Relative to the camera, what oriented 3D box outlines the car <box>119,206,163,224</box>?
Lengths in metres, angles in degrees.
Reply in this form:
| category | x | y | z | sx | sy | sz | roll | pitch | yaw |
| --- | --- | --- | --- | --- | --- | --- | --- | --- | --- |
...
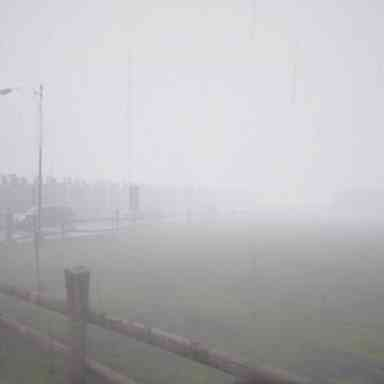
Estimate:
| category | x | y | z | sx | sy | sz | roll | pitch | yaw |
| --- | --- | --- | --- | --- | --- | --- | --- | --- | --- |
| car | -4.617 | 2.039 | 29.827 | 2.128 | 1.511 | 4.902 | -1 | -2 | 36 |

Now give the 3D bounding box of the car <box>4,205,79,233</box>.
| category | x | y | z | sx | sy | sz | roll | pitch | yaw |
| --- | --- | --- | --- | --- | --- | --- | --- | --- | --- |
| car | -9.997 | 1.685 | 22.327 | 2.097 | 1.767 | 4.553 | -1 | -2 | 35 |

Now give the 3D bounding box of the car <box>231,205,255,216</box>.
| category | x | y | z | sx | sy | sz | roll | pitch | yaw |
| --- | --- | --- | --- | --- | --- | --- | --- | --- | --- |
| car | 7.170 | 2.532 | 45.945 | 1.812 | 1.442 | 4.674 | -1 | -2 | 36 |

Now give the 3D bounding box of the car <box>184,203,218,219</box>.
| category | x | y | z | sx | sy | sz | roll | pitch | yaw |
| --- | --- | --- | --- | --- | --- | --- | --- | --- | --- |
| car | 1.095 | 2.123 | 37.686 | 2.097 | 1.767 | 4.553 | -1 | -2 | 36 |

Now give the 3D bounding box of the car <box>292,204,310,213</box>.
| category | x | y | z | sx | sy | sz | roll | pitch | yaw |
| --- | --- | --- | --- | --- | --- | --- | --- | --- | --- |
| car | 18.794 | 2.816 | 57.065 | 1.882 | 1.535 | 5.008 | -1 | -2 | 36 |
